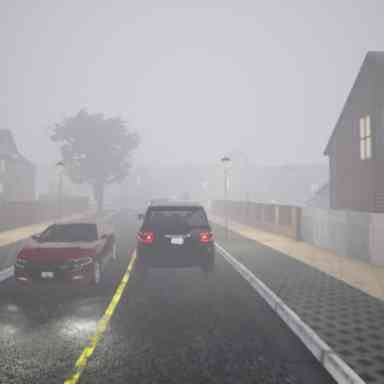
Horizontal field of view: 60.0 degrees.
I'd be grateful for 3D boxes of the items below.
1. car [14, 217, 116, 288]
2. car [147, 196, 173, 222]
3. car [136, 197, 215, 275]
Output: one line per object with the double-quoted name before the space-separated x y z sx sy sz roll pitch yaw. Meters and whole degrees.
"car" -3.427 1.566 9.817 1.882 1.535 5.008 0 0 -6
"car" -2.974 1.422 30.158 2.150 2.045 5.566 0 0 -7
"car" -0.618 1.325 11.022 2.150 2.045 5.566 0 0 -5
